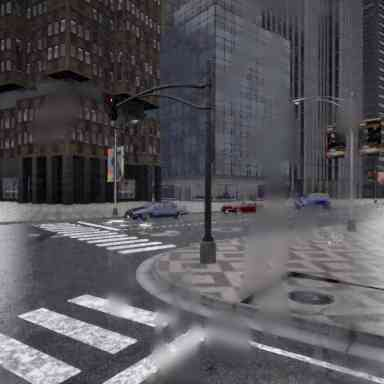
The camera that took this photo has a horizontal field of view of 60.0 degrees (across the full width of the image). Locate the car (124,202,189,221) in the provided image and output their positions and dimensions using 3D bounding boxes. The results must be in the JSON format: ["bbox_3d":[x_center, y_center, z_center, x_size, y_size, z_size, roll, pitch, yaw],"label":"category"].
[{"bbox_3d":[-2.751,1.479,26.784,5.357,1.411,2.033,0,0,-39],"label":"car"}]

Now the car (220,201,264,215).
[{"bbox_3d":[5.036,1.540,33.161,4.718,1.301,1.895,0,0,-39],"label":"car"}]

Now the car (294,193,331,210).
[{"bbox_3d":[15.073,1.175,41.380,5.566,2.045,2.150,0,0,-39],"label":"car"}]
